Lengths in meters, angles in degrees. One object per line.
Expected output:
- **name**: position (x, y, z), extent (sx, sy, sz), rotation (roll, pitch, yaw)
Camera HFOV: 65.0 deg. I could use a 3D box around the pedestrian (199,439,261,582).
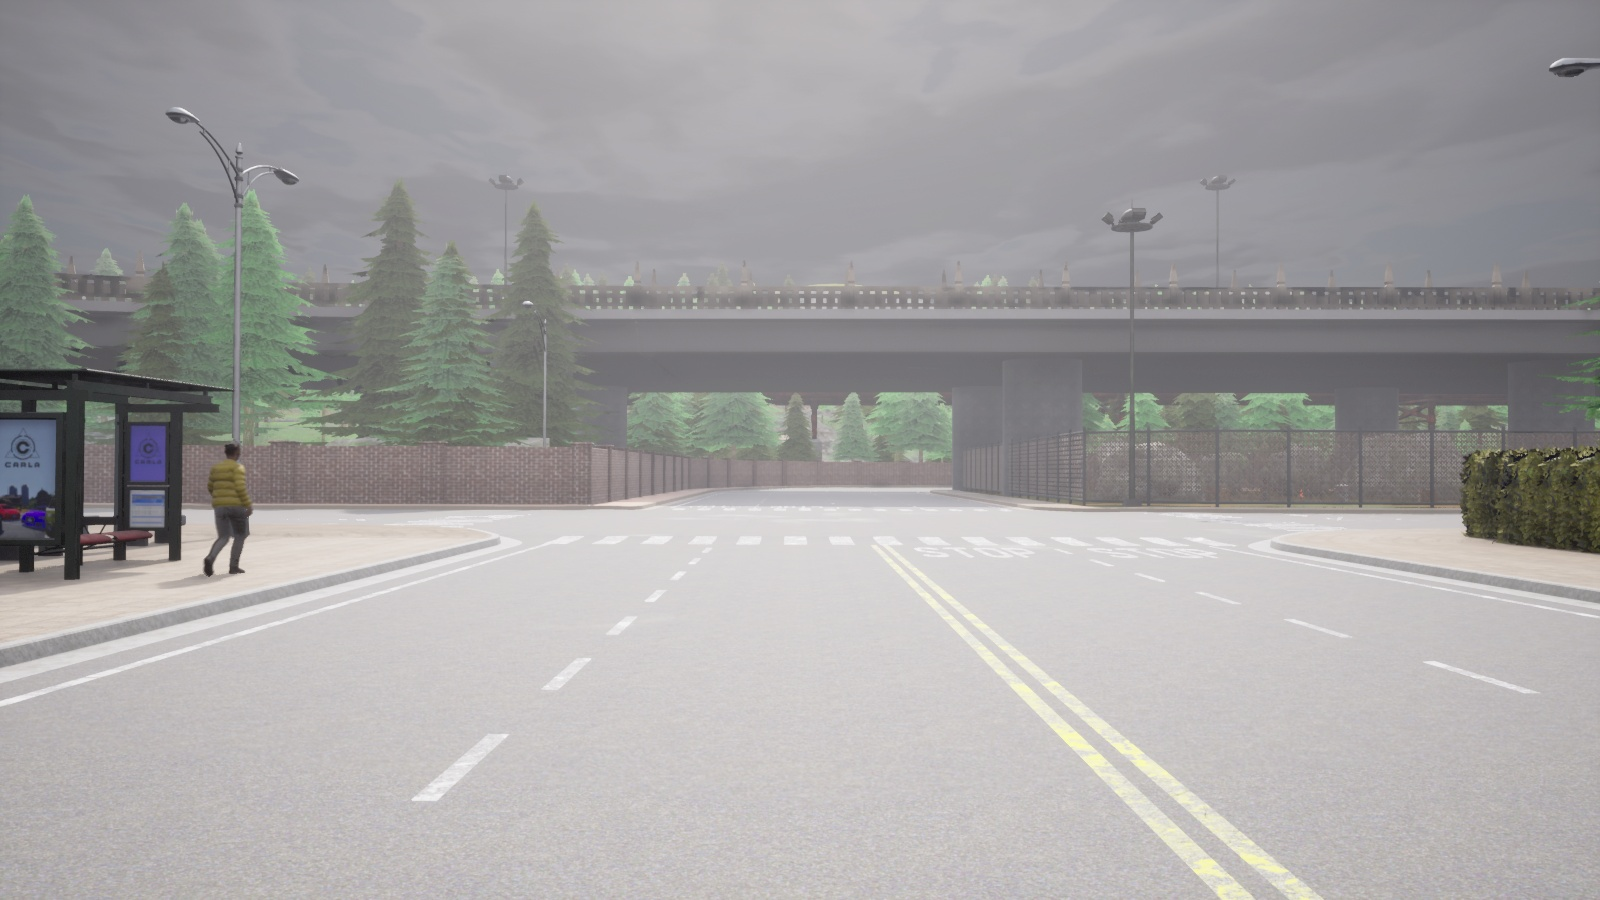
- **pedestrian**: position (-7.513, 0.781, 16.562), extent (0.431, 1.840, 0.709), rotation (0, -1, 7)
